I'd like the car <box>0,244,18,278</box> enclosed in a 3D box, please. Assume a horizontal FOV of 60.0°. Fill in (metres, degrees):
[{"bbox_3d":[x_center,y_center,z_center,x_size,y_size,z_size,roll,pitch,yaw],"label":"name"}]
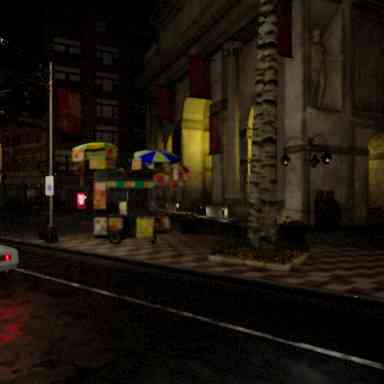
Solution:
[{"bbox_3d":[-6.598,1.582,8.663,4.718,1.301,1.895,0,0,36],"label":"car"}]
